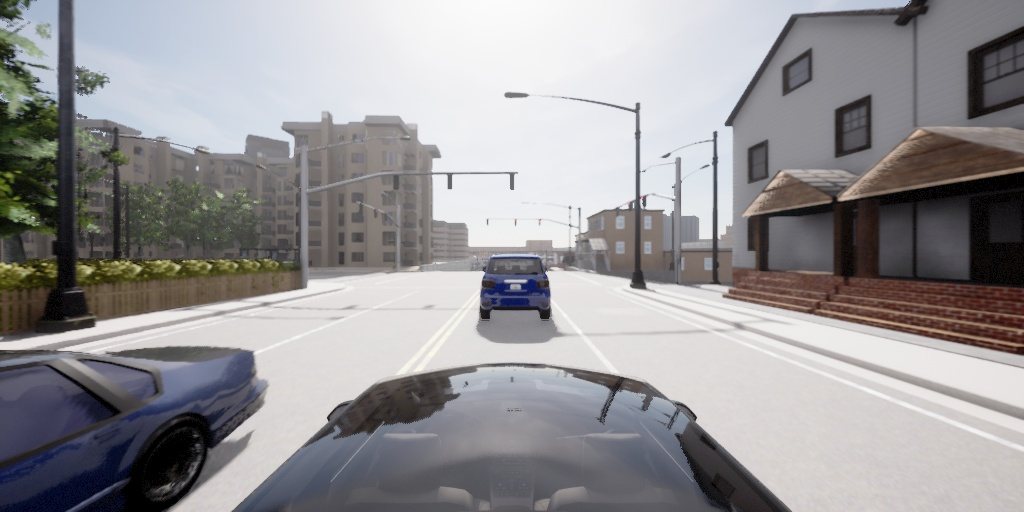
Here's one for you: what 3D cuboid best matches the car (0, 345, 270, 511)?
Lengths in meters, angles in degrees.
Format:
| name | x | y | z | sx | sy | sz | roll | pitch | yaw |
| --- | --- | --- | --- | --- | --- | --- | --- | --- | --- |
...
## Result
| name | x | y | z | sx | sy | sz | roll | pitch | yaw |
| --- | --- | --- | --- | --- | --- | --- | --- | --- | --- |
| car | -3.591 | 1.298 | 1.549 | 2.033 | 1.411 | 5.357 | 0 | 0 | 0 |

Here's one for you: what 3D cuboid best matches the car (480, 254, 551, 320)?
| name | x | y | z | sx | sy | sz | roll | pitch | yaw |
| --- | --- | --- | --- | --- | --- | --- | --- | --- | --- |
| car | 0.102 | 0.954 | 12.647 | 2.150 | 2.045 | 5.566 | 0 | 0 | 0 |
